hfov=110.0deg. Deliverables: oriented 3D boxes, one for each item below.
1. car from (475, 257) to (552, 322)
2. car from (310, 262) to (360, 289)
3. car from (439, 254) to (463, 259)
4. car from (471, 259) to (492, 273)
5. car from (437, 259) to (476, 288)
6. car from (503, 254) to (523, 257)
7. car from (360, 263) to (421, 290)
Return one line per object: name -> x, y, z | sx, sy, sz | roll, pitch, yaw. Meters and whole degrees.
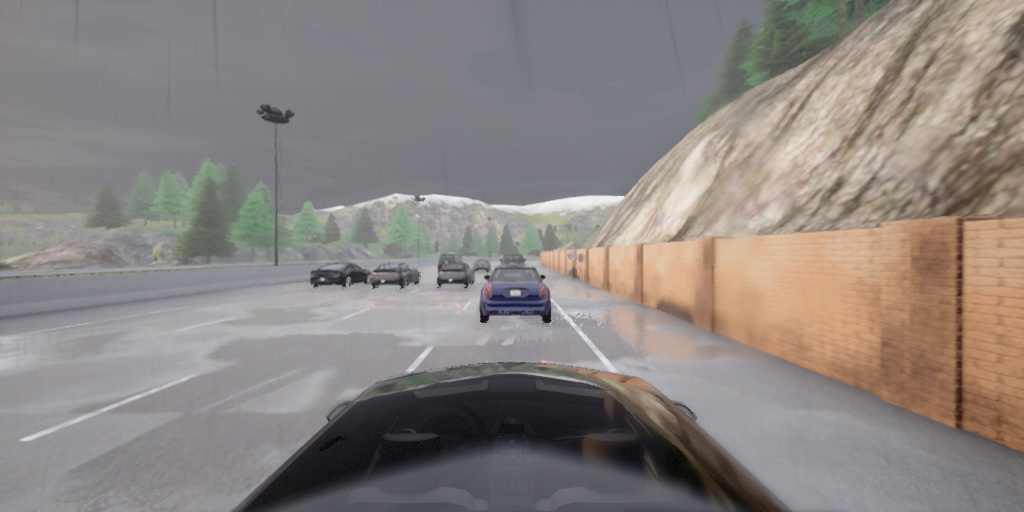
car -> 0.097, 1.046, 12.154 | 2.097, 1.767, 4.553 | 0, 0, 0
car -> -10.406, 1.117, 22.170 | 1.882, 1.535, 5.008 | 0, 0, 0
car -> -6.911, 0.761, 40.565 | 2.150, 2.045, 5.566 | 0, 0, 0
car -> -3.413, 1.085, 41.052 | 2.033, 1.411, 5.357 | 0, 0, 0
car -> -3.407, 1.130, 22.364 | 2.128, 1.511, 4.902 | 0, 0, 0
car -> 0.080, 0.810, 31.506 | 2.150, 2.045, 5.566 | 0, 0, 0
car -> -6.907, 1.134, 21.617 | 2.128, 1.511, 4.902 | 0, 0, 0
